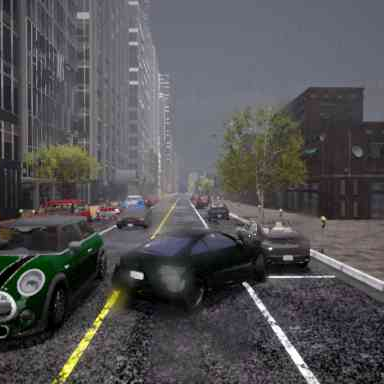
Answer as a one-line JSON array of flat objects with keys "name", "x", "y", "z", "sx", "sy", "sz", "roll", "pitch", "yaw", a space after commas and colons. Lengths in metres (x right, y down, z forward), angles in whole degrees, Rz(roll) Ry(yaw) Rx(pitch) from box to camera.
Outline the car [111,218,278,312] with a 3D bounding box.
[{"name": "car", "x": 0.181, "y": 1.557, "z": 7.918, "sx": 1.994, "sy": 1.385, "sz": 4.181, "roll": 0, "pitch": 0, "yaw": 38}]

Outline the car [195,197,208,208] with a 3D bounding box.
[{"name": "car", "x": 1.373, "y": 1.509, "z": 50.086, "sx": 1.752, "sy": 1.417, "sz": 4.829, "roll": -1, "pitch": 0, "yaw": -2}]

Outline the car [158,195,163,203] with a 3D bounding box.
[{"name": "car", "x": -7.444, "y": 1.522, "z": 66.300, "sx": 1.887, "sy": 1.381, "sz": 4.507, "roll": -1, "pitch": 0, "yaw": -2}]

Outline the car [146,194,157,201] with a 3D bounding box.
[{"name": "car", "x": -7.003, "y": 1.299, "z": 49.701, "sx": 2.192, "sy": 1.841, "sz": 5.009, "roll": -1, "pitch": 0, "yaw": -2}]

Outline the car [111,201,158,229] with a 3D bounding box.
[{"name": "car", "x": -3.650, "y": 1.540, "z": 22.038, "sx": 2.033, "sy": 1.411, "sz": 5.357, "roll": 0, "pitch": 0, "yaw": -1}]

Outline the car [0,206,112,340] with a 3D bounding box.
[{"name": "car", "x": -3.250, "y": 1.349, "z": 6.836, "sx": 2.097, "sy": 1.767, "sz": 4.553, "roll": 0, "pitch": 0, "yaw": -2}]

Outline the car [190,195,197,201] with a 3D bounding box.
[{"name": "car", "x": 0.342, "y": 1.551, "z": 88.643, "sx": 1.802, "sy": 1.307, "sz": 4.206, "roll": -1, "pitch": 0, "yaw": -2}]

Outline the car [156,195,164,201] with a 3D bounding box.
[{"name": "car", "x": -7.884, "y": 1.497, "z": 82.729, "sx": 1.752, "sy": 1.417, "sz": 4.829, "roll": -1, "pitch": 0, "yaw": -2}]

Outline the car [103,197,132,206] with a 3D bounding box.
[{"name": "car", "x": -6.402, "y": 1.432, "z": 26.843, "sx": 1.967, "sy": 1.590, "sz": 4.097, "roll": -1, "pitch": 0, "yaw": -2}]

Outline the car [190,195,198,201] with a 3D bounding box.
[{"name": "car", "x": 0.489, "y": 1.537, "z": 83.111, "sx": 1.947, "sy": 1.339, "sz": 4.313, "roll": -1, "pitch": 0, "yaw": -2}]

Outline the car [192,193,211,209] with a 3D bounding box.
[{"name": "car", "x": 1.522, "y": 1.301, "z": 44.383, "sx": 2.192, "sy": 1.841, "sz": 5.009, "roll": -1, "pitch": 0, "yaw": -2}]

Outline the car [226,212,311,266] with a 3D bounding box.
[{"name": "car", "x": 2.543, "y": 1.548, "z": 11.192, "sx": 2.008, "sy": 1.369, "sz": 4.403, "roll": -1, "pitch": 0, "yaw": -2}]

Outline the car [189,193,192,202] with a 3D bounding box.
[{"name": "car", "x": 0.782, "y": 1.290, "z": 72.046, "sx": 2.192, "sy": 1.841, "sz": 5.009, "roll": -1, "pitch": 0, "yaw": -2}]

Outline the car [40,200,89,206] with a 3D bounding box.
[{"name": "car", "x": -6.198, "y": 1.310, "z": 15.775, "sx": 2.192, "sy": 1.841, "sz": 5.009, "roll": -1, "pitch": 0, "yaw": -2}]

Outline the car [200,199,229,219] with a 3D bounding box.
[{"name": "car", "x": 2.001, "y": 1.543, "z": 27.051, "sx": 2.008, "sy": 1.369, "sz": 4.403, "roll": -1, "pitch": 0, "yaw": -2}]

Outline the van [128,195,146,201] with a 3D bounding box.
[{"name": "van", "x": -6.707, "y": 1.329, "z": 38.636, "sx": 1.690, "sy": 1.788, "sz": 3.998, "roll": -1, "pitch": 0, "yaw": -2}]
